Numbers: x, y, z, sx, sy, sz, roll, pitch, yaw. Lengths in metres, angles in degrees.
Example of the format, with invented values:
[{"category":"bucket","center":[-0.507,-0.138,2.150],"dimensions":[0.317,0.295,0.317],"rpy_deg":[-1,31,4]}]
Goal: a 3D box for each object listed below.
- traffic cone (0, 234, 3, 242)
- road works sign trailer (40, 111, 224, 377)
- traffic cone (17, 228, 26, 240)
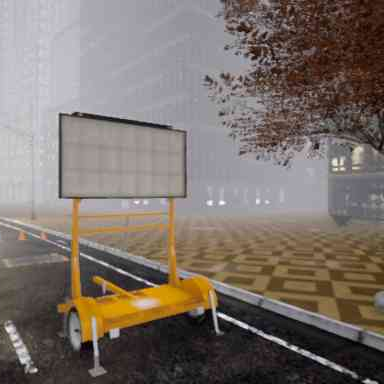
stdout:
[{"category":"traffic cone","center":[-9.329,2.097,16.075],"dimensions":[0.340,0.580,0.340],"rpy_deg":[0,-1,-37]},{"category":"road works sign trailer","center":[-1.213,0.520,5.926],"dimensions":[2.380,3.560,2.880],"rpy_deg":[0,-1,-37]},{"category":"traffic cone","center":[-8.530,2.103,16.676],"dimensions":[0.340,0.580,0.340],"rpy_deg":[0,-1,-37]}]
